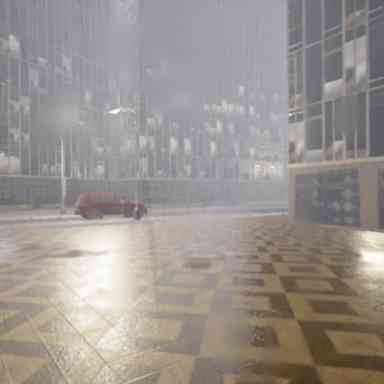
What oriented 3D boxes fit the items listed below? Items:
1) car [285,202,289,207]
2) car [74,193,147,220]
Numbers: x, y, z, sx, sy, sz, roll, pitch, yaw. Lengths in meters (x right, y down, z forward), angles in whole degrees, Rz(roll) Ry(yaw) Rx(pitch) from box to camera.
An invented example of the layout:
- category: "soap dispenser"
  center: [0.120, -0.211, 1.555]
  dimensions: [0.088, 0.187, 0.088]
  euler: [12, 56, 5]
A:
- category: "car"
  center: [12.229, 1.200, 36.373]
  dimensions: [4.829, 1.417, 1.752]
  euler: [0, 0, -36]
- category: "car"
  center: [-5.652, 1.009, 23.313]
  dimensions: [5.009, 1.841, 2.192]
  euler: [0, -1, -36]
